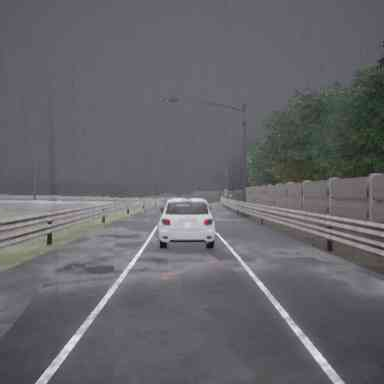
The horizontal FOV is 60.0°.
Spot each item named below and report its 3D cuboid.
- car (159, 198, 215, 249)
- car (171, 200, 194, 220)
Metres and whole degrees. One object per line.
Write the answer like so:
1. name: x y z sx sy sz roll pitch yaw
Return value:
1. car: -0.259 1.271 14.773 2.150 2.045 5.566 0 0 -2
2. car: -0.780 1.509 29.723 1.882 1.535 5.008 0 0 -1
